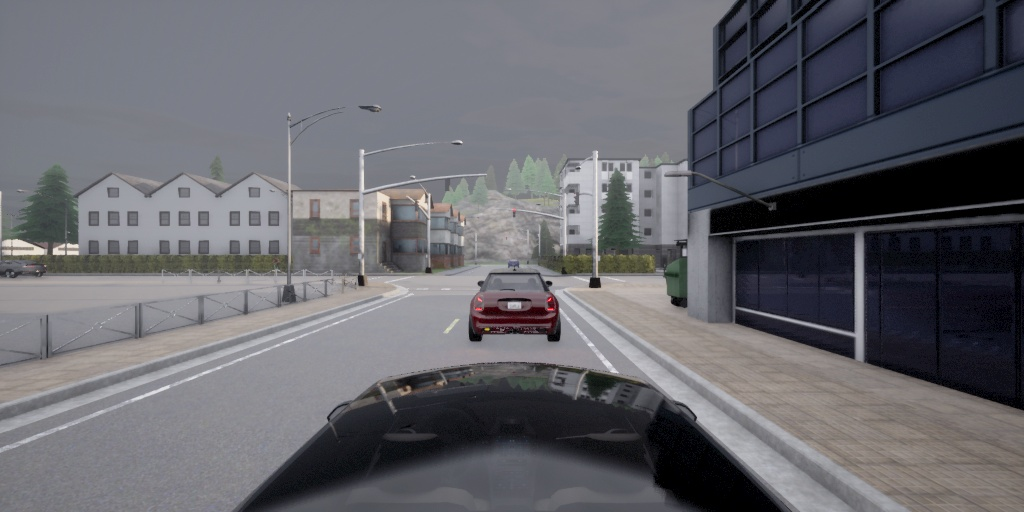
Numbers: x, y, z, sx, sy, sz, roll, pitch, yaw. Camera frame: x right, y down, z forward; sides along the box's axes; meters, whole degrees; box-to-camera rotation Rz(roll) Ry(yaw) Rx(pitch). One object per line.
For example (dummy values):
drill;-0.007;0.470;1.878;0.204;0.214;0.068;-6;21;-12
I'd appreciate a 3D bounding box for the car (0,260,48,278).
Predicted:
car;-42.115;1.065;30.041;4.902;1.511;2.128;0;0;0

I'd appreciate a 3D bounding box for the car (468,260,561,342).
car;0.081;1.102;9.970;2.097;1.767;4.553;0;0;1

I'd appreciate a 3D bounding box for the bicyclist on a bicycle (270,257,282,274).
bicyclist on a bicycle;-22.227;0.874;33.802;0.582;1.620;1.656;0;0;0
